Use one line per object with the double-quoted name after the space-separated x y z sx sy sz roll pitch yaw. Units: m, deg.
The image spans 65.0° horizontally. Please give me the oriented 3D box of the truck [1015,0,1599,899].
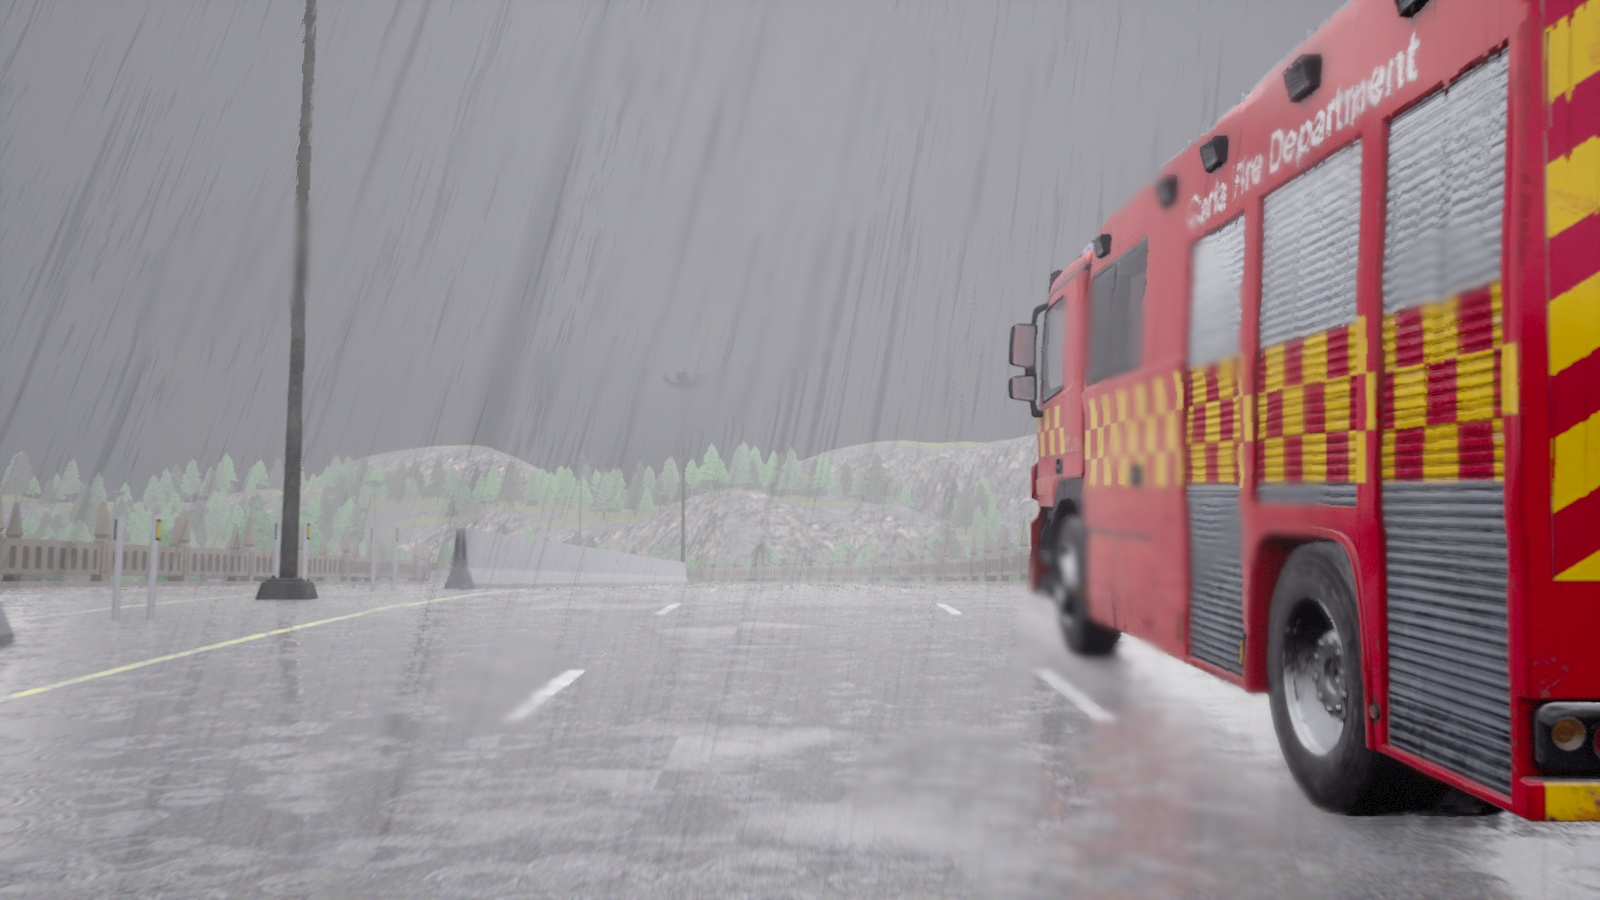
3.564 -0.272 8.235 2.891 3.827 8.468 0 -2 0 "truck"
